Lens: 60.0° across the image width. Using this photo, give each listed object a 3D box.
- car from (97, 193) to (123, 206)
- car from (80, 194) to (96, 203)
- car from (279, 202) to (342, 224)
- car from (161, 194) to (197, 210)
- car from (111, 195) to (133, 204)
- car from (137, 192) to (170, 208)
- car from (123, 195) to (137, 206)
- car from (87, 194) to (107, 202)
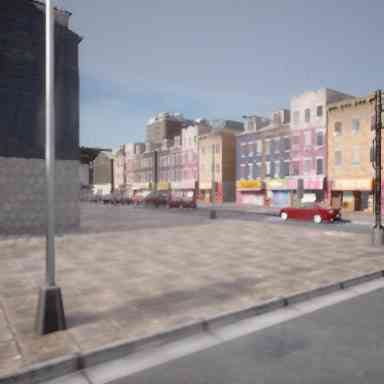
[{"bbox_3d":[-10.959,0.930,46.118,2.097,1.767,4.553,0,1,-35],"label":"car"},{"bbox_3d":[-16.832,1.039,54.328,2.033,1.411,5.357,0,1,-35],"label":"car"},{"bbox_3d":[8.234,1.395,23.515,1.887,1.381,4.507,1,0,-35],"label":"car"},{"bbox_3d":[-1.194,1.236,36.825,1.887,1.381,4.507,0,0,-35],"label":"car"},{"bbox_3d":[-10.623,1.128,50.136,1.802,1.307,4.206,0,0,-35],"label":"car"},{"bbox_3d":[-4.334,0.956,41.261,2.192,1.841,5.009,0,0,-35],"label":"car"},{"bbox_3d":[-7.480,1.175,45.699,1.802,1.307,4.206,0,0,-35],"label":"car"},{"bbox_3d":[-16.908,1.006,59.010,2.008,1.369,4.403,0,0,-35],"label":"car"}]
